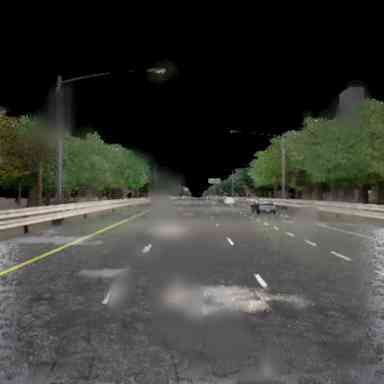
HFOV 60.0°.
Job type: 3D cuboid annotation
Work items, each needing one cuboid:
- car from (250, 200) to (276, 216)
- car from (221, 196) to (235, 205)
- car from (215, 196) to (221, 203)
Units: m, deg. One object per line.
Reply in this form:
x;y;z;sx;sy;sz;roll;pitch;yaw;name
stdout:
7.013;1.523;33.092;2.128;1.511;4.902;0;0;0;car
7.123;1.776;63.426;1.812;1.442;4.674;0;-1;0;car
7.223;1.810;79.541;2.097;1.767;4.553;0;-1;0;car
